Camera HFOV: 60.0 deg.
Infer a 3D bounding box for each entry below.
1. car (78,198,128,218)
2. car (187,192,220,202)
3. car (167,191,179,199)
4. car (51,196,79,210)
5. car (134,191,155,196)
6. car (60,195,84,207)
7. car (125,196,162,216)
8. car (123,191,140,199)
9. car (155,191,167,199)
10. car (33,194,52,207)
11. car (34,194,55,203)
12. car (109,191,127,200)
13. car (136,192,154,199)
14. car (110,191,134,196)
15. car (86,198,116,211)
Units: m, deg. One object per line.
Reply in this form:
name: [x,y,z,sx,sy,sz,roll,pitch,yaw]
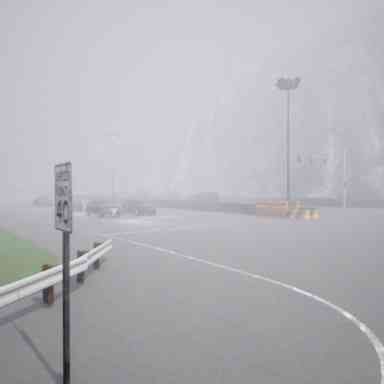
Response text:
car: [-8.030,1.412,29.826,2.128,1.511,4.902,0,0,-38]
car: [1.497,1.055,46.338,2.150,2.045,5.566,0,0,-38]
car: [-4.932,0.776,71.425,2.150,2.045,5.566,0,1,-38]
car: [-13.755,1.479,37.103,1.895,1.301,4.718,0,0,-38]
car: [-10.444,0.799,67.111,2.150,2.045,5.566,0,1,-38]
car: [-16.939,1.292,46.870,1.837,1.490,4.892,0,1,-38]
car: [-5.214,1.415,31.908,1.837,1.490,4.892,0,0,-38]
car: [-14.069,0.706,77.426,2.097,1.767,4.553,0,1,-38]
car: [-7.905,0.916,69.546,2.097,1.767,4.553,0,1,-38]
car: [-20.436,1.290,45.656,1.837,1.490,4.892,0,1,-38]
car: [-26.093,1.134,58.699,2.033,1.411,5.357,0,1,-38]
car: [-16.826,0.717,75.270,2.097,1.767,4.553,0,1,-38]
car: [-11.332,0.864,79.609,2.128,1.511,4.902,0,1,-38]
car: [-14.082,0.918,66.102,2.097,1.767,4.553,0,1,-38]
car: [-10.693,1.434,38.867,1.994,1.385,4.181,0,0,-38]
